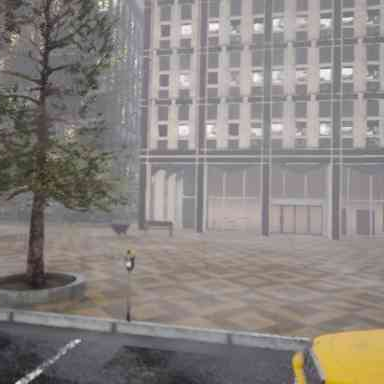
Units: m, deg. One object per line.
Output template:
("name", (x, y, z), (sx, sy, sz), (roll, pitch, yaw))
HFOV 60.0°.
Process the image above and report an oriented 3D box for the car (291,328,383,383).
("car", (3.659, 1.688, 2.776), (5.366, 1.575, 1.801), (1, -2, 10))
